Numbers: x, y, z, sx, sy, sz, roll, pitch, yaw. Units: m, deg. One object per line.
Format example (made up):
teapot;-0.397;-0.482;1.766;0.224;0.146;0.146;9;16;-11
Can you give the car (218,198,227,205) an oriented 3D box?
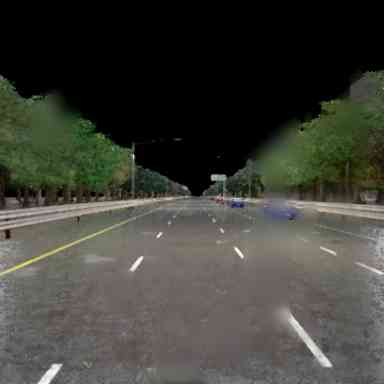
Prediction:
car;7.333;2.092;73.724;1.812;1.442;4.674;0;-1;1

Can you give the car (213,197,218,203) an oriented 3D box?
car;7.484;2.224;89.700;1.882;1.535;5.008;0;-1;1

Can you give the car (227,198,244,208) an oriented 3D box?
car;7.182;1.845;53.510;1.882;1.535;5.008;0;-1;0

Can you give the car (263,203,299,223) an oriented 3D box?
car;7.052;1.589;26.844;1.882;1.535;5.008;0;-1;0
